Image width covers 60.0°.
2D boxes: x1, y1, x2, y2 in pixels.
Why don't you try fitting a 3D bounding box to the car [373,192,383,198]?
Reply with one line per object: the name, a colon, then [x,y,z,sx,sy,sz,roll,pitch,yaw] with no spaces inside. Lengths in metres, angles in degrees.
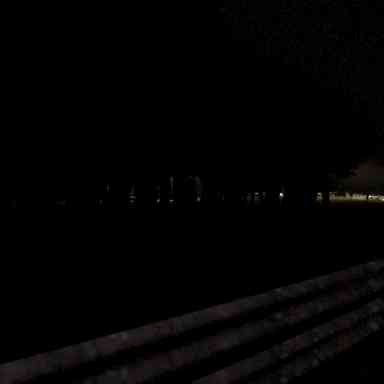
car: [37.963,0.789,68.162,2.128,1.511,4.902,0,1,16]
